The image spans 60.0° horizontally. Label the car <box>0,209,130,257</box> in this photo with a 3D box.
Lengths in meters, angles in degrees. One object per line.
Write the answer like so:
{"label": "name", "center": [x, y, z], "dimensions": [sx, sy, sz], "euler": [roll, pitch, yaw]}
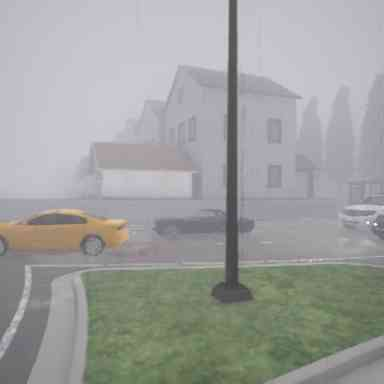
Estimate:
{"label": "car", "center": [-4.750, 1.349, 11.709], "dimensions": [5.008, 1.535, 1.882], "euler": [1, 1, -5]}

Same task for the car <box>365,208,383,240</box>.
{"label": "car", "center": [10.299, 1.506, 14.601], "dimensions": [4.718, 1.301, 1.895], "euler": [0, 1, -19]}

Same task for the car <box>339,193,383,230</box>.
{"label": "car", "center": [10.877, 1.097, 18.480], "dimensions": [5.566, 2.045, 2.150], "euler": [0, 0, -21]}

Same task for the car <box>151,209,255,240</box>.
{"label": "car", "center": [0.431, 1.457, 15.700], "dimensions": [4.718, 1.301, 1.895], "euler": [0, 1, -10]}
